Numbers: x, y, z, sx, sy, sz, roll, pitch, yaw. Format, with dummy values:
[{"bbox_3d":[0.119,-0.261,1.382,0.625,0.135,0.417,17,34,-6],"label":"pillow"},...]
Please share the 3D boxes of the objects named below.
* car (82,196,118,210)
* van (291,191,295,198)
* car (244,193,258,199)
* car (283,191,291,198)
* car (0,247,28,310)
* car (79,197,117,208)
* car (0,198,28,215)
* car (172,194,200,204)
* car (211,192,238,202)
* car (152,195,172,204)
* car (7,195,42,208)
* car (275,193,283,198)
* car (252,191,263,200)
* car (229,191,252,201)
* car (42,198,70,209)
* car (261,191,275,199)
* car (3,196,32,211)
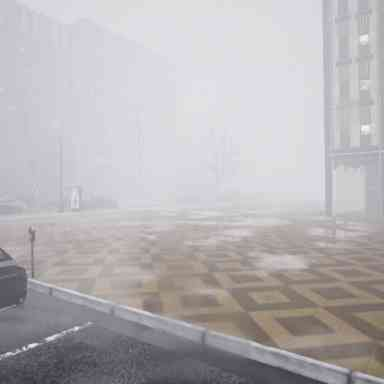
[{"bbox_3d":[-10.267,1.186,37.292,1.967,1.590,4.097,-1,0,36],"label":"car"},{"bbox_3d":[25.379,0.654,86.549,1.690,1.788,3.998,-1,0,36],"label":"van"},{"bbox_3d":[15.353,1.040,86.985,1.947,1.339,4.313,-1,0,36],"label":"car"},{"bbox_3d":[22.141,0.932,82.071,1.802,1.307,4.206,-1,0,36],"label":"car"},{"bbox_3d":[-4.979,1.553,6.596,4.403,1.369,2.008,0,-1,35],"label":"car"},{"bbox_3d":[-12.430,1.400,44.182,1.895,1.301,4.718,-1,0,36],"label":"car"},{"bbox_3d":[-16.747,1.413,28.336,1.802,1.307,4.206,-1,0,36],"label":"car"},{"bbox_3d":[-0.545,1.062,50.725,1.967,1.590,4.097,-1,0,36],"label":"car"},{"bbox_3d":[5.937,1.093,59.681,2.008,1.369,4.403,-1,0,36],"label":"car"},{"bbox_3d":[-4.513,1.176,55.059,1.882,1.535,5.008,-1,0,36],"label":"car"},{"bbox_3d":[-20.296,1.228,37.728,2.192,1.841,5.009,-1,0,36],"label":"car"},{"bbox_3d":[18.900,0.938,77.592,2.008,1.369,4.403,-1,0,36],"label":"car"},{"bbox_3d":[12.419,1.046,68.637,1.802,1.307,4.206,-1,0,36],"label":"car"},{"bbox_3d":[9.178,1.048,64.159,1.887,1.381,4.507,-1,0,36],"label":"car"},{"bbox_3d":[-17.053,1.415,42.207,1.887,1.381,4.507,-1,0,36],"label":"car"},{"bbox_3d":[15.657,0.740,73.114,2.192,1.841,5.009,-1,0,36],"label":"car"},{"bbox_3d":[-19.578,1.418,34.330,1.812,1.442,4.674,-1,0,36],"label":"car"}]
